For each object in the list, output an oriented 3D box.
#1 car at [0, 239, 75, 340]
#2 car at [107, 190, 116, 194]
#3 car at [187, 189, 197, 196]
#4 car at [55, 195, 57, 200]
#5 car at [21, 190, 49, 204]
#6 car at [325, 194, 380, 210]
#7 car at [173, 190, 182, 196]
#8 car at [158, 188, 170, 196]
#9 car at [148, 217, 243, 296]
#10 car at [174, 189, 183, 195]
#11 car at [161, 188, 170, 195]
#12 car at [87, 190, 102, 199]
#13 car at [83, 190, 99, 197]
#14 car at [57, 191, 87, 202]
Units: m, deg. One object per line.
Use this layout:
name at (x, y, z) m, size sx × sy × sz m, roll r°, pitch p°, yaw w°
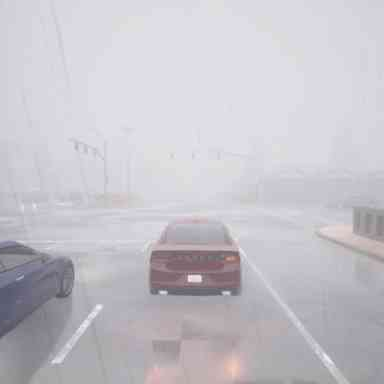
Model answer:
car at (-3.435, 1.457, 5.249) m, size 1.812 × 1.442 × 4.674 m, roll 0°, pitch 1°, yaw 0°
car at (-17.490, 0.343, 71.136) m, size 1.994 × 1.385 × 4.181 m, roll 0°, pitch 1°, yaw 0°
car at (0.013, 0.179, 77.586) m, size 1.837 × 1.490 × 4.892 m, roll 0°, pitch 1°, yaw 0°
car at (-21.071, 0.593, 55.276) m, size 1.812 × 1.442 × 4.674 m, roll 0°, pitch 1°, yaw 0°
car at (-21.090, 0.601, 44.835) m, size 2.097 × 1.767 × 4.553 m, roll 0°, pitch 1°, yaw 0°
car at (15.512, 0.975, 32.226) m, size 4.892 × 1.490 × 1.837 m, roll 0°, pitch 1°, yaw 2°
car at (-3.488, 0.228, 77.801) m, size 1.994 × 1.385 × 4.181 m, roll 0°, pitch 1°, yaw 0°
car at (-6.989, 0.200, 78.662) m, size 2.033 × 1.411 × 5.357 m, roll 0°, pitch 1°, yaw 0°
car at (0.113, 1.360, 8.434) m, size 1.882 × 1.535 × 5.008 m, roll 0°, pitch 1°, yaw 1°
car at (-3.488, 0.044, 87.588) m, size 2.033 × 1.411 × 5.357 m, roll 0°, pitch 1°, yaw 0°
car at (-6.988, -0.168, 89.173) m, size 2.097 × 1.767 × 4.553 m, roll 0°, pitch 1°, yaw 1°
car at (-17.550, 0.509, 60.076) m, size 1.812 × 1.442 × 4.674 m, roll 0°, pitch 1°, yaw -1°
car at (-20.990, 0.320, 69.461) m, size 1.837 × 1.490 × 4.892 m, roll 0°, pitch 1°, yaw 0°
car at (-17.608, 0.667, 49.062) m, size 2.128 × 1.511 × 4.902 m, roll 0°, pitch 1°, yaw -1°
